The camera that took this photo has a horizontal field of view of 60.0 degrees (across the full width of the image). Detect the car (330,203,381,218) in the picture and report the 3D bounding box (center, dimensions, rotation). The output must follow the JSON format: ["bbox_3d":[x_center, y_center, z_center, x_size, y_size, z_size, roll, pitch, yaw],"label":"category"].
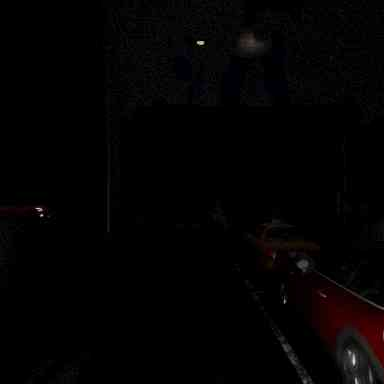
[{"bbox_3d":[14.718,1.514,29.538,4.674,1.442,1.812,0,0,0],"label":"car"}]

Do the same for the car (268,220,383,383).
[{"bbox_3d":[2.641,1.441,4.989,1.967,1.590,4.097,0,0,0],"label":"car"}]

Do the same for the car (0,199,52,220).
[{"bbox_3d":[-13.663,1.371,26.494,4.553,1.767,2.097,0,0,0],"label":"car"}]

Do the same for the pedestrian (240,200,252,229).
[{"bbox_3d":[3.299,1.301,20.318,0.375,1.860,0.375,0,0,0],"label":"pedestrian"}]

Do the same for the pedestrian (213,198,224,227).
[{"bbox_3d":[1.697,1.296,21.517,0.375,1.860,0.375,0,0,0],"label":"pedestrian"}]

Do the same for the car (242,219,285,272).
[{"bbox_3d":[2.638,1.529,10.597,1.752,1.417,4.829,0,0,0],"label":"car"}]

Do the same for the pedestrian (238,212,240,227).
[{"bbox_3d":[3.284,1.301,20.917,0.375,1.860,0.375,0,0,0],"label":"pedestrian"}]
